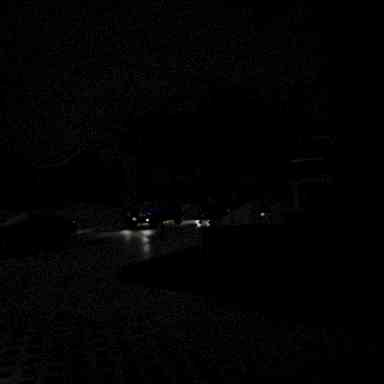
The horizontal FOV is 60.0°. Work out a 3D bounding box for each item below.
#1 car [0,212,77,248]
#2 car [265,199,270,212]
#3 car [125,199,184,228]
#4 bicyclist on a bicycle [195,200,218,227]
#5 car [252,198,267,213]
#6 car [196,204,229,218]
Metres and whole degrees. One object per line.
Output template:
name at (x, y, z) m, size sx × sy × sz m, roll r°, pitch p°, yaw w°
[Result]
car at (-7.702, 1.704, 15.843) m, size 1.812 × 1.442 × 4.674 m, roll -3°, pitch -2°, yaw 31°
car at (12.236, 2.024, 46.486) m, size 1.882 × 1.535 × 5.008 m, roll -3°, pitch -2°, yaw 28°
car at (-2.642, 1.536, 25.128) m, size 2.150 × 2.045 × 5.566 m, roll -3°, pitch -2°, yaw 28°
bicyclist on a bicycle at (0.908, 1.314, 19.373) m, size 1.656 × 1.620 × 0.582 m, roll -3°, pitch -2°, yaw 28°
car at (9.688, 1.971, 47.776) m, size 2.150 × 2.045 × 5.566 m, roll -3°, pitch -2°, yaw 28°
car at (2.145, 1.938, 33.959) m, size 2.128 × 1.511 × 4.902 m, roll -3°, pitch -2°, yaw 29°
